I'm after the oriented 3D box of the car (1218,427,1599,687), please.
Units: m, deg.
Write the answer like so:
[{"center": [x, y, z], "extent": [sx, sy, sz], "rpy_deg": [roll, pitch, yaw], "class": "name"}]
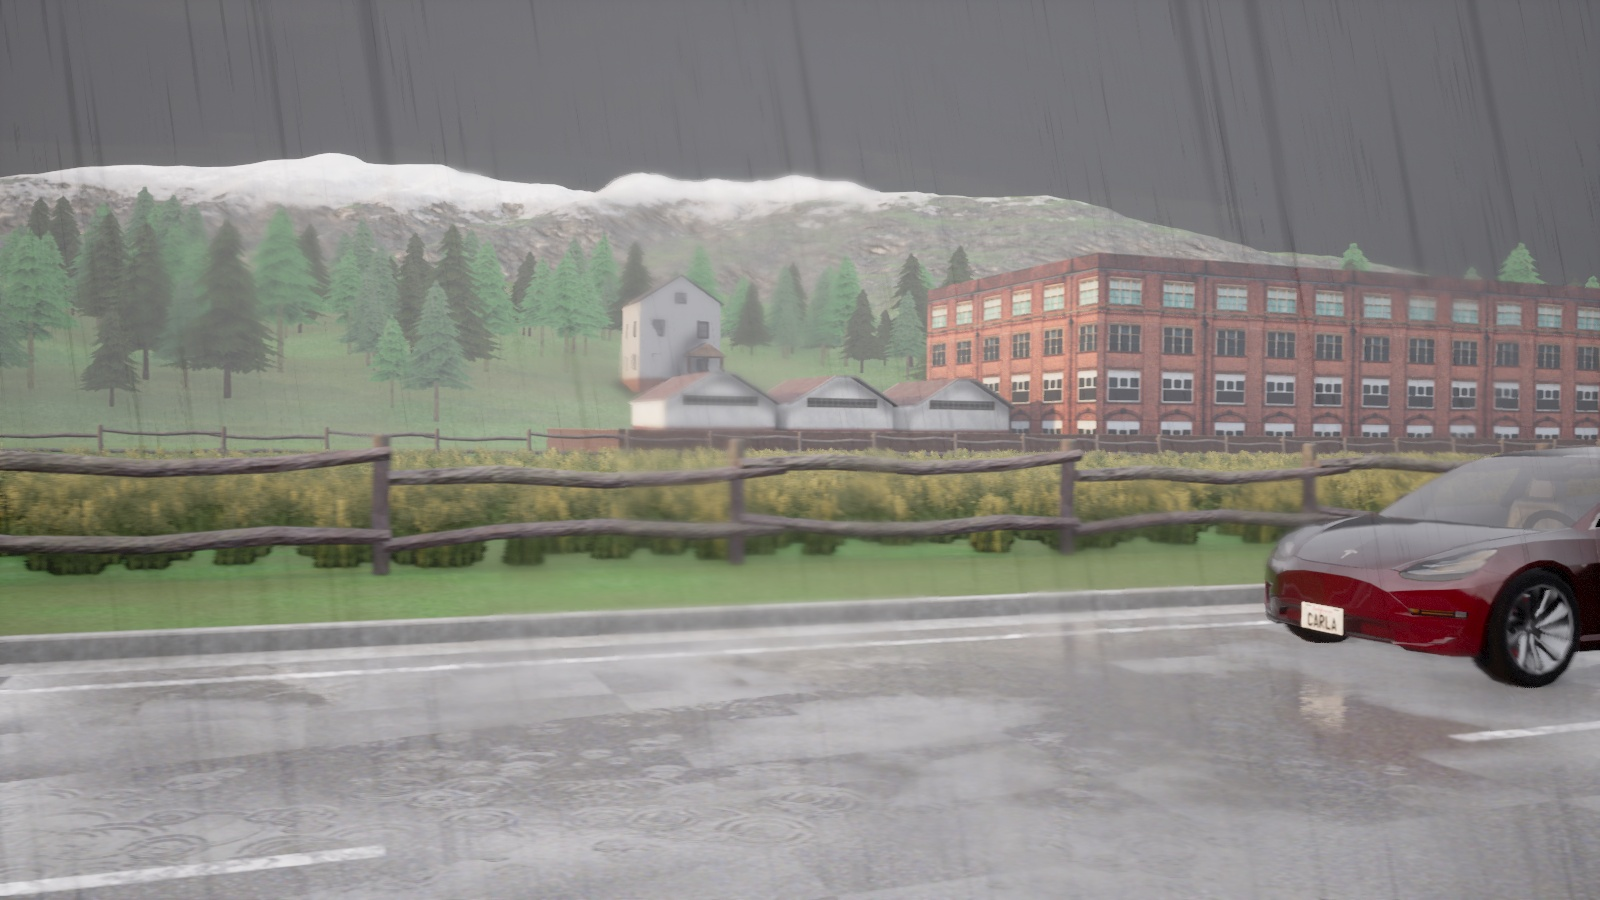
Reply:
[{"center": [5.732, 0.587, 9.163], "extent": [4.792, 1.488, 2.163], "rpy_deg": [-1, 1, -21], "class": "car"}]
